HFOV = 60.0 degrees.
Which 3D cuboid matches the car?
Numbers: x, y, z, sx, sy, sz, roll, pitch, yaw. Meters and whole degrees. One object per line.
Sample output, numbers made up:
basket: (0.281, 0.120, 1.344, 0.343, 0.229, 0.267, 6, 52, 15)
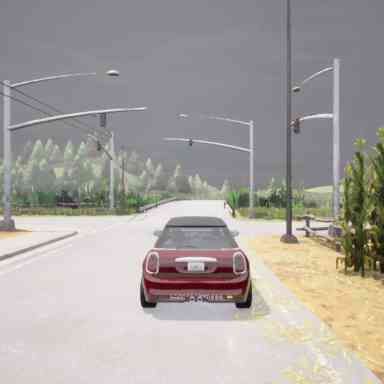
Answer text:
car: (0.097, 1.352, 8.070, 2.097, 1.767, 4.553, 0, 0, 1)
